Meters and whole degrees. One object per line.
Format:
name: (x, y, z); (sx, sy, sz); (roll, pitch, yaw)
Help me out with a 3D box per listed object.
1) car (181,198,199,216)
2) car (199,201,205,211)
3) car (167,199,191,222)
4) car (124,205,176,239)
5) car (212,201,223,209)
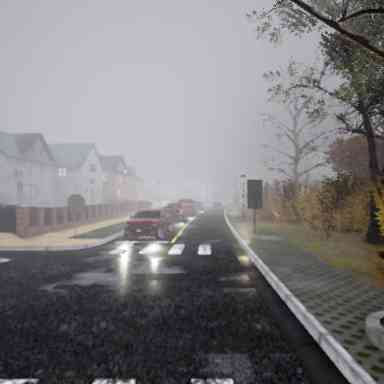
car: (-0.737, 1.800, 40.850); (2.150, 2.045, 5.566); (0, -1, 5)
car: (0.994, 2.279, 56.395); (2.097, 1.767, 4.553); (0, -1, 7)
car: (-1.567, 1.756, 30.491); (2.097, 1.767, 4.553); (0, -1, 4)
car: (-2.400, 1.716, 19.171); (1.882, 1.535, 5.008); (0, -1, 6)
car: (4.983, 2.487, 64.601); (1.882, 1.535, 5.008); (0, -1, 8)
